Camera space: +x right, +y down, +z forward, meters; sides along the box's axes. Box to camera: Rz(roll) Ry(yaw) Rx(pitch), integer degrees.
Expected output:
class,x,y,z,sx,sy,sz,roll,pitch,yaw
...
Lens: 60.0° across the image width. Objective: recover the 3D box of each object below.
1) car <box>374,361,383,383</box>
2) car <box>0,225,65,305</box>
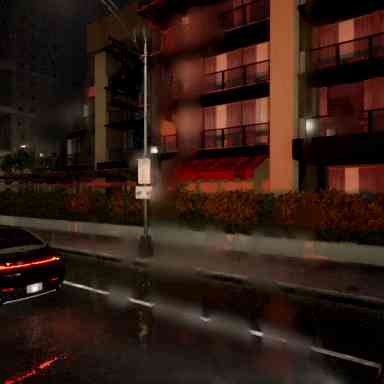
class,x,y,z,sx,sy,sz,roll,pitch,yaw
car,3.755,1.548,1.396,5.357,1.411,2.033,0,0,35
car,-4.857,1.505,7.484,4.892,1.490,1.837,0,0,35
